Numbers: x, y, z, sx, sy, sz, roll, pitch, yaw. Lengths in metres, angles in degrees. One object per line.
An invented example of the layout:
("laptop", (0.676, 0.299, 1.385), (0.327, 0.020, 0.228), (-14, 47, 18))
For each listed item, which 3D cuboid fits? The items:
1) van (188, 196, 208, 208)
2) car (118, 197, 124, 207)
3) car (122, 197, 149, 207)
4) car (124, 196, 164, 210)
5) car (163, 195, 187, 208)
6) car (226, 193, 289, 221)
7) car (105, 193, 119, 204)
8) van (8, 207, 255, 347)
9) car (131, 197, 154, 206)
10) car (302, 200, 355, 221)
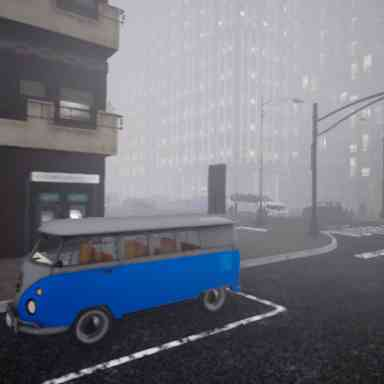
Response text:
("van", (1.480, 1.348, 41.705), (1.690, 1.788, 3.998), (1, -1, -35))
("car", (-7.825, 1.456, 44.832), (1.994, 1.385, 4.181), (1, -1, -35))
("car", (-8.916, 1.489, 51.775), (2.033, 1.411, 5.357), (1, -1, -35))
("car", (-5.355, 1.405, 36.851), (2.008, 1.369, 4.403), (1, -1, -35))
("car", (-1.794, 1.551, 46.308), (2.008, 1.369, 4.403), (1, -1, -35))
("car", (5.068, 1.143, 26.656), (2.150, 2.045, 5.566), (1, -1, -35))
("car", (-14.979, 1.152, 60.238), (2.150, 2.045, 5.566), (1, -1, -35))
("van", (-0.937, 1.339, 6.039), (3.998, 1.788, 1.690), (0, 1, -35))
("car", (-8.336, 1.553, 55.519), (1.947, 1.339, 4.313), (1, -1, -35))
("car", (11.292, 1.471, 27.889), (1.967, 1.590, 4.097), (1, -1, -35))
